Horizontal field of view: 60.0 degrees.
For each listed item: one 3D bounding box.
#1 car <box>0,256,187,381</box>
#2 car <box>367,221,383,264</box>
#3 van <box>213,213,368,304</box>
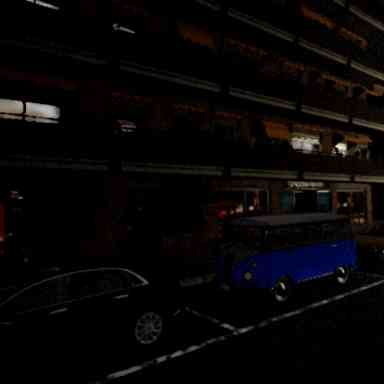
[{"bbox_3d":[-2.140,1.733,4.970,4.403,1.369,2.008,-1,-1,-36],"label":"car"},{"bbox_3d":[6.777,1.578,11.358,4.829,1.417,1.752,-1,-1,-36],"label":"car"},{"bbox_3d":[2.384,1.458,8.215,3.998,1.788,1.690,-1,-1,-36],"label":"van"}]
